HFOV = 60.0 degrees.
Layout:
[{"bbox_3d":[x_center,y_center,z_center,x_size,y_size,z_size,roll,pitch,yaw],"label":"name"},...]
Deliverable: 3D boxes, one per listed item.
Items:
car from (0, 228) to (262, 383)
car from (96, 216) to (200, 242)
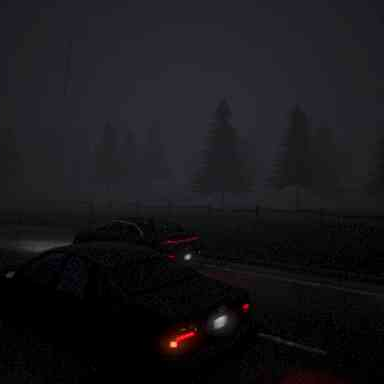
[{"bbox_3d":[-1.582,1.565,5.490,5.357,1.411,2.033,0,0,40],"label":"car"},{"bbox_3d":[-1.915,1.526,10.506,4.902,1.511,2.128,0,0,42],"label":"car"}]
